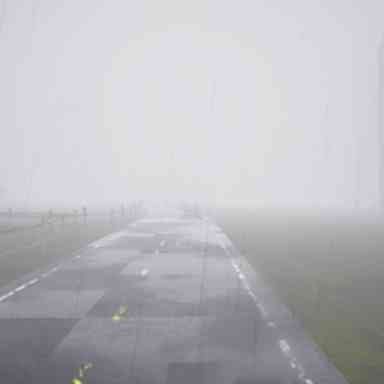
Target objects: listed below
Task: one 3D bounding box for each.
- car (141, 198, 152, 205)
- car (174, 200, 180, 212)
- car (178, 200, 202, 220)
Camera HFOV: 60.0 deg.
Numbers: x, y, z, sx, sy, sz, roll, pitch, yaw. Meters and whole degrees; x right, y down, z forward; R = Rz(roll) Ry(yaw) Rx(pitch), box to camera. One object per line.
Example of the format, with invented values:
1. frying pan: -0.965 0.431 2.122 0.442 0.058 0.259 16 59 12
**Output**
1. car: -9.716 1.950 70.837 1.882 1.535 5.008 0 0 -18
2. car: -1.240 1.868 45.444 1.837 1.490 4.892 0 0 -7
3. car: -0.082 1.808 31.340 2.033 1.411 5.357 0 0 -2
